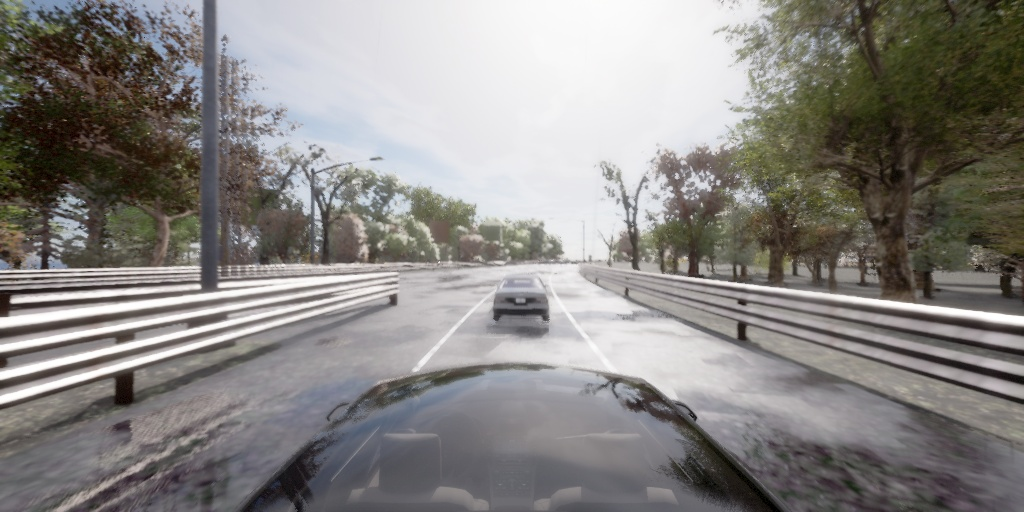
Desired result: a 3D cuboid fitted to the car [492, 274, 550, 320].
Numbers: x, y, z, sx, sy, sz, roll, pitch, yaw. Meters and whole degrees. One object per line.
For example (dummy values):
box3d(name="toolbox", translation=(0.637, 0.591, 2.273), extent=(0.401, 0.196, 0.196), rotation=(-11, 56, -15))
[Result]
box3d(name="car", translation=(0.357, 1.355, 12.930), extent=(2.033, 1.411, 5.357), rotation=(0, 0, 2))
